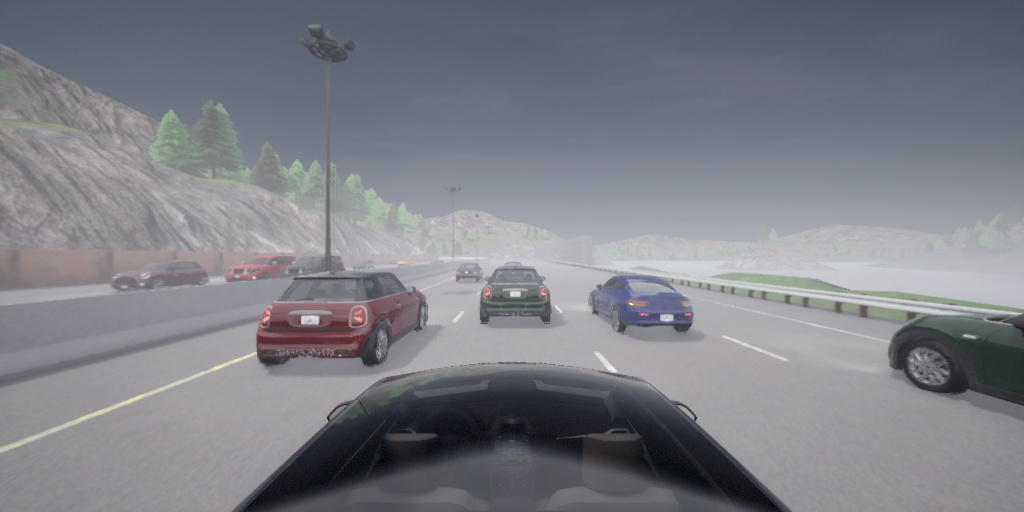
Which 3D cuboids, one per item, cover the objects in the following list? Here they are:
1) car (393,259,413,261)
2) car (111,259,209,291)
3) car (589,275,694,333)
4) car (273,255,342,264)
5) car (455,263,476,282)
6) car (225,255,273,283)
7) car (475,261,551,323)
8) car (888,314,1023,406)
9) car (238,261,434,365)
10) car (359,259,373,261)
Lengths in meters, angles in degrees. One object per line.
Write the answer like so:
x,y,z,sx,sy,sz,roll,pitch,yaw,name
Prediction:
-17.535,1.205,59.312,1.882,1.535,5.008,0,0,1,car
-21.098,1.095,21.746,2.097,1.767,4.553,0,0,0,car
3.600,1.272,10.627,1.812,1.442,4.674,0,0,0,car
-14.099,0.963,25.798,2.150,2.045,5.566,0,0,0,car
-3.400,1.286,29.254,2.033,1.411,5.357,0,0,0,car
-17.597,0.963,25.745,2.150,2.045,5.566,0,0,0,car
0.099,1.098,12.234,2.097,1.767,4.553,0,0,0,car
7.096,1.101,3.838,2.097,1.767,4.553,0,0,0,car
-3.401,1.099,8.163,2.097,1.767,4.553,0,0,0,car
-21.082,1.232,51.296,1.837,1.490,4.892,0,1,0,car
